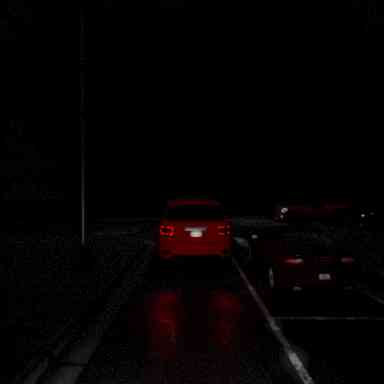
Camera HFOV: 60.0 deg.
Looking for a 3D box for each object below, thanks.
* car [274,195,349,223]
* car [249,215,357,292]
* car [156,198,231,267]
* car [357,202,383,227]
[{"bbox_3d":[7.839,1.102,22.204,4.553,1.767,2.097,-1,1,0],"label":"car"},{"bbox_3d":[2.626,1.541,8.819,1.887,1.381,4.507,-1,0,0],"label":"car"},{"bbox_3d":[-0.075,1.216,11.571,2.150,2.045,5.566,0,0,-4],"label":"car"},{"bbox_3d":[11.806,1.274,19.134,4.181,1.385,1.994,-1,1,-2],"label":"car"}]
